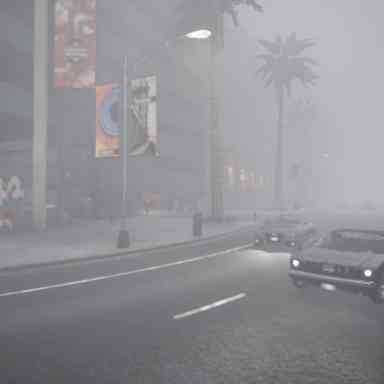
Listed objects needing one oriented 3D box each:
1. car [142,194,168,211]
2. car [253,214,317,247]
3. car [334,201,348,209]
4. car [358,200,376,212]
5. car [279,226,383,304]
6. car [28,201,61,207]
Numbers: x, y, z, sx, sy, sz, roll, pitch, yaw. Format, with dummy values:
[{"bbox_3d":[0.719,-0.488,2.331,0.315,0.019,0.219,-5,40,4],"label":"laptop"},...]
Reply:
[{"bbox_3d":[-5.211,1.252,42.421,2.435,2.045,5.566,0,0,27],"label":"car"},{"bbox_3d":[4.271,1.677,14.772,1.994,1.385,4.181,0,0,32],"label":"car"},{"bbox_3d":[23.661,2.054,52.651,1.895,1.301,4.718,0,0,27],"label":"car"},{"bbox_3d":[24.257,1.924,46.053,1.837,1.490,4.892,0,-1,27],"label":"car"},{"bbox_3d":[4.202,1.676,8.612,1.895,1.301,4.718,0,0,39],"label":"car"},{"bbox_3d":[-22.112,1.633,49.990,1.895,1.301,4.718,0,0,27],"label":"car"}]
